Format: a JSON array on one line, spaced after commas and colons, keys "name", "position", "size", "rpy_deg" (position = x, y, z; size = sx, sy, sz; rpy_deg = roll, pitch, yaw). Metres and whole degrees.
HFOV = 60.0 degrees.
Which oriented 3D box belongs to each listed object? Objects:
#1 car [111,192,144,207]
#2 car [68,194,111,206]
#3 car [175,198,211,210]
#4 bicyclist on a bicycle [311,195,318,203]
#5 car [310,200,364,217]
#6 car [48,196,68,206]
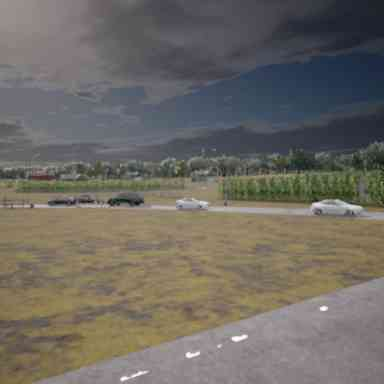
[{"name": "car", "position": [-9.746, 1.066, 48.950], "size": [5.566, 2.045, 2.150], "rpy_deg": [0, 2, 18]}, {"name": "car", "position": [-14.619, 1.075, 47.530], "size": [4.892, 1.490, 1.837], "rpy_deg": [0, 2, 13]}, {"name": "car", "position": [0.069, 1.441, 41.474], "size": [4.674, 1.442, 1.812], "rpy_deg": [0, 2, 29]}, {"name": "bicyclist on a bicycle", "position": [14.233, 1.177, 38.530], "size": [0.582, 1.620, 1.656], "rpy_deg": [1, 1, 43]}, {"name": "car", "position": [13.282, 1.444, 30.628], "size": [1.812, 1.442, 4.674], "rpy_deg": [-3, 2, -43]}, {"name": "car", "position": [-19.804, 1.370, 51.222], "size": [4.674, 1.442, 1.812], "rpy_deg": [0, 1, 7]}]
